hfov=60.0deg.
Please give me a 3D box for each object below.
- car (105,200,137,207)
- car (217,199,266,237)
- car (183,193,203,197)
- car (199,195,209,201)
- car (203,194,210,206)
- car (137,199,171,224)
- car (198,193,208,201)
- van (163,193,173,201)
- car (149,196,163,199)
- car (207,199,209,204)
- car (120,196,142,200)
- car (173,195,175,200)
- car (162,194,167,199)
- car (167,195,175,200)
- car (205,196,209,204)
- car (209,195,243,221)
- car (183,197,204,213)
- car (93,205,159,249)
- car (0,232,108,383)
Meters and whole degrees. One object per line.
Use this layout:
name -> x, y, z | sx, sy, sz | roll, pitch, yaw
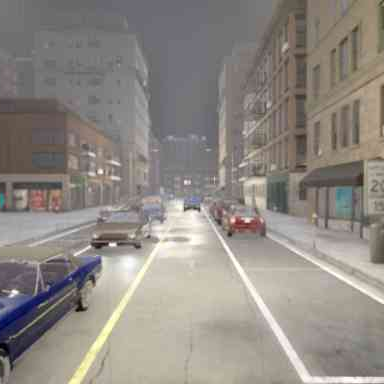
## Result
car -> -5.392, 1.492, 23.379 | 2.008, 1.369, 4.403 | 0, 0, 0
car -> 2.634, 1.395, 17.718 | 1.967, 1.590, 4.097 | 0, 0, 0
car -> -0.009, 1.104, 46.702 | 2.150, 2.045, 5.566 | 0, 0, 0
car -> 2.621, 1.379, 74.337 | 1.947, 1.339, 4.313 | 0, 0, 0
car -> 2.627, 1.419, 51.690 | 2.008, 1.369, 4.403 | 0, 0, 0
car -> -2.846, 1.464, 24.493 | 1.812, 1.442, 4.674 | 0, 0, 0
car -> 2.620, 1.114, 79.999 | 2.192, 1.841, 5.009 | 0, 0, 0
van -> -5.402, 1.169, 68.673 | 1.690, 1.788, 3.998 | 0, 0, 0
car -> -5.397, 1.466, 46.027 | 1.802, 1.307, 4.206 | 0, 0, 0
car -> 2.632, 1.492, 29.043 | 1.947, 1.339, 4.313 | 0, 0, 0
car -> -5.393, 1.242, 29.041 | 2.192, 1.841, 5.009 | 0, 0, 0
car -> -5.405, 1.351, 79.998 | 2.008, 1.369, 4.403 | 0, 0, 0
car -> -5.398, 1.395, 51.519 | 1.752, 1.417, 4.829 | 0, 0, 0
car -> -5.406, 1.353, 85.660 | 1.947, 1.339, 4.313 | 0, 0, 0
car -> 2.630, 1.436, 34.874 | 1.752, 1.417, 4.829 | 0, 0, 0
car -> 2.633, 1.255, 23.380 | 2.192, 1.841, 5.009 | 0, 0, 0
car -> -0.007, 1.509, 36.210 | 1.895, 1.301, 4.718 | 0, 0, 0
car -> -2.858, 1.510, 14.652 | 2.033, 1.411, 5.357 | 0, 0, 0
car -> -2.882, 1.589, 4.915 | 1.895, 1.301, 4.718 | 0, 0, 1
